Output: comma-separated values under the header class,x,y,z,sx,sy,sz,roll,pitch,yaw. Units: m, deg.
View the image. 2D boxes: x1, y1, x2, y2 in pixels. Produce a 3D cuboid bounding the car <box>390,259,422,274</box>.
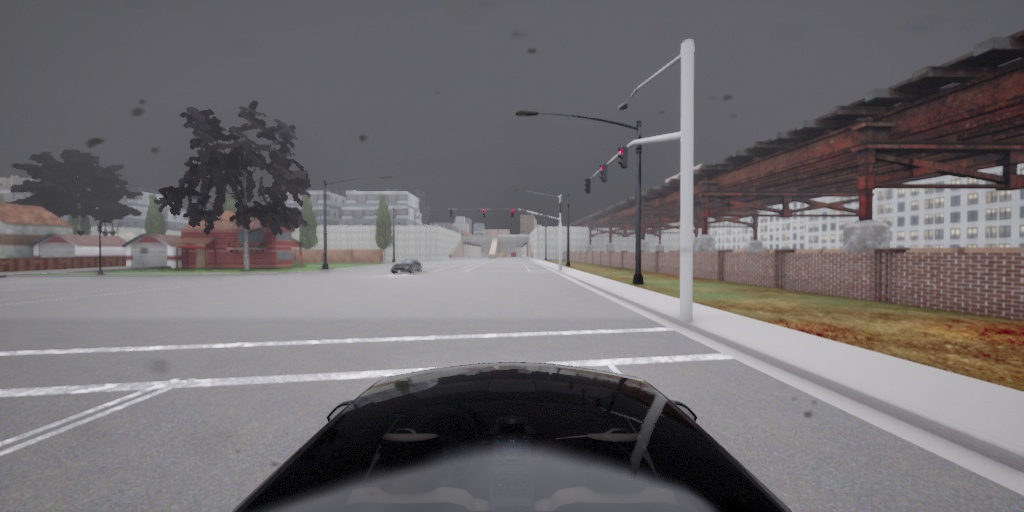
class,x,y,z,sx,sy,sz,roll,pitch,yaw
car,-10.357,1.020,35.634,2.033,1.411,5.357,0,1,0
